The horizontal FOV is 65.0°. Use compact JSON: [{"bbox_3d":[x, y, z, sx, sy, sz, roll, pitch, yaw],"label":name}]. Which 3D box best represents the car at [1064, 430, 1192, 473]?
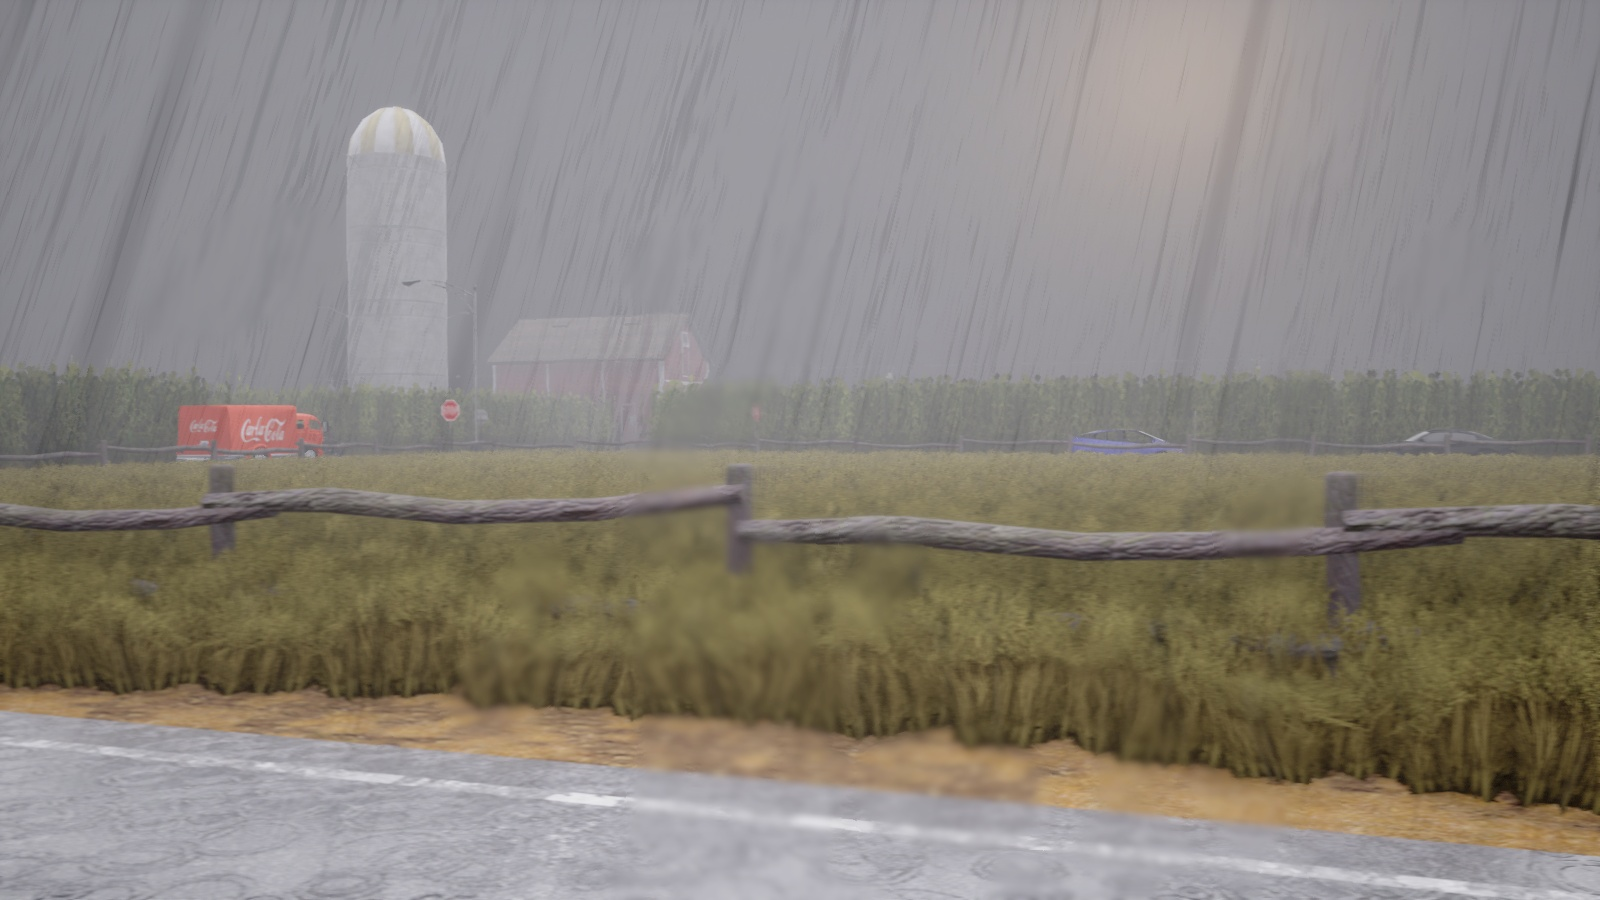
[{"bbox_3d":[12.423,0.013,47.504,4.514,1.525,2.007,1,1,19],"label":"car"}]

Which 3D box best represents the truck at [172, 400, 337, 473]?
[{"bbox_3d":[-19.555,-0.526,45.306,2.627,2.467,5.204,1,1,19],"label":"truck"}]

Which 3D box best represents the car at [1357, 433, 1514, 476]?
[{"bbox_3d":[23.625,0.135,46.898,5.008,1.535,1.882,1,1,18],"label":"car"}]

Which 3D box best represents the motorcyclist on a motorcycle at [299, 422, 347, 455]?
[{"bbox_3d":[-24.025,-0.595,63.303,2.350,1.649,0.766,0,1,22],"label":"motorcyclist on a motorcycle"}]
